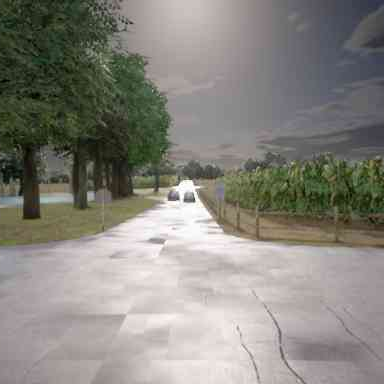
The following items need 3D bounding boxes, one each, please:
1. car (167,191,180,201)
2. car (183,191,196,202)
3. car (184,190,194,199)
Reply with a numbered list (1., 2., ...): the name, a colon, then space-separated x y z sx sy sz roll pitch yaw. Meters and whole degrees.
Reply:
1. car: -3.212 0.582 58.812 2.097 1.767 4.553 0 2 0
2. car: -0.429 0.906 54.638 1.994 1.385 4.181 0 1 0
3. car: -0.507 0.530 64.634 1.882 1.535 5.008 0 2 0
